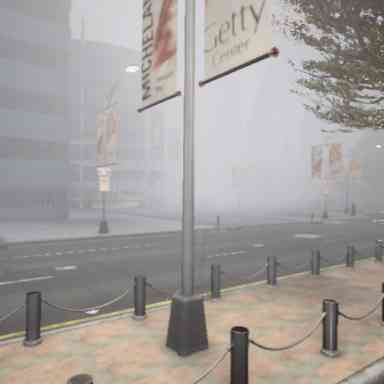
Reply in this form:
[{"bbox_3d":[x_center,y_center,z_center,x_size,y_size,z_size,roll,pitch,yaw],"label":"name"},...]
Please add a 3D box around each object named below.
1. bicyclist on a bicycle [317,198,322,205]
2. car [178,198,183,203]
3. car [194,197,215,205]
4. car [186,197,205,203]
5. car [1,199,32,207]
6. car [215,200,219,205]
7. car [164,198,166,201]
[{"bbox_3d":[25.978,1.926,67.881,1.656,1.620,0.582,0,0,-36],"label":"bicyclist on a bicycle"},{"bbox_3d":[-1.015,1.828,79.947,4.553,1.767,2.097,0,0,26],"label":"car"},{"bbox_3d":[2.104,1.987,69.194,4.181,1.385,1.994,0,0,44],"label":"car"},{"bbox_3d":[0.829,2.058,82.916,4.181,1.385,1.994,0,0,26],"label":"car"},{"bbox_3d":[-17.111,1.359,30.298,4.674,1.452,2.002,1,0,-36],"label":"car"},{"bbox_3d":[3.644,1.992,72.509,4.902,1.511,2.128,0,0,41],"label":"car"},{"bbox_3d":[-9.303,1.864,87.015,5.008,1.535,1.882,0,0,12],"label":"car"}]
